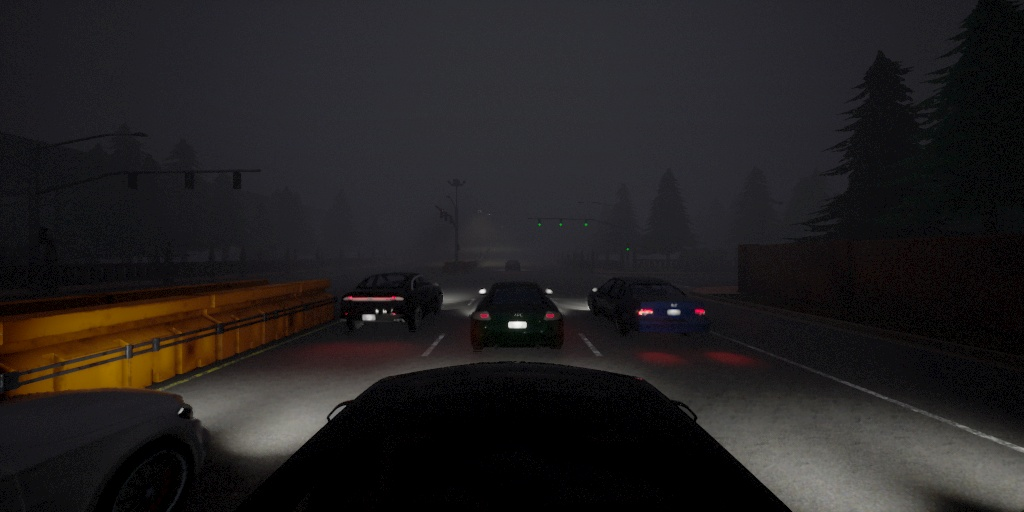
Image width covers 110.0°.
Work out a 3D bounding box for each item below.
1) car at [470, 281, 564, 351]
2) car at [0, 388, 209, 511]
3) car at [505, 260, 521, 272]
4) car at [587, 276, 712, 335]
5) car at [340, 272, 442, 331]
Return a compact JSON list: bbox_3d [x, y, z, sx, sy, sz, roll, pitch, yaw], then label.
[{"bbox_3d":[0.101,1.314,9.017,1.994,1.385,4.181,0,0,0],"label":"car"},{"bbox_3d":[-3.403,1.276,0.957,1.812,1.442,4.674,0,0,0],"label":"car"},{"bbox_3d":[0.101,1.228,46.054,1.882,1.535,5.008,0,0,0],"label":"car"},{"bbox_3d":[3.600,1.298,10.485,2.033,1.411,5.357,0,0,0],"label":"car"},{"bbox_3d":[-3.399,1.243,10.947,2.128,1.511,4.902,0,0,0],"label":"car"}]
